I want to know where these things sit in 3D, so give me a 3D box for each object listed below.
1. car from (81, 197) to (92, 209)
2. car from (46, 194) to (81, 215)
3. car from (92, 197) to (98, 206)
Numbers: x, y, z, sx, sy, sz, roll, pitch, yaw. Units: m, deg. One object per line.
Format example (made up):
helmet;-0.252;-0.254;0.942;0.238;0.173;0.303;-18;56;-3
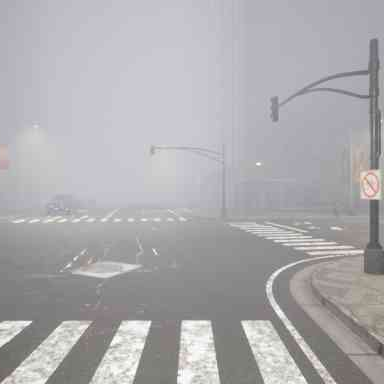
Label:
car;-14.914;1.591;44.072;1.994;1.385;4.181;0;0;-10
car;-13.306;1.239;34.212;2.150;2.045;5.566;0;0;-9
car;-16.518;1.516;54.104;1.882;1.535;5.008;0;0;-9
